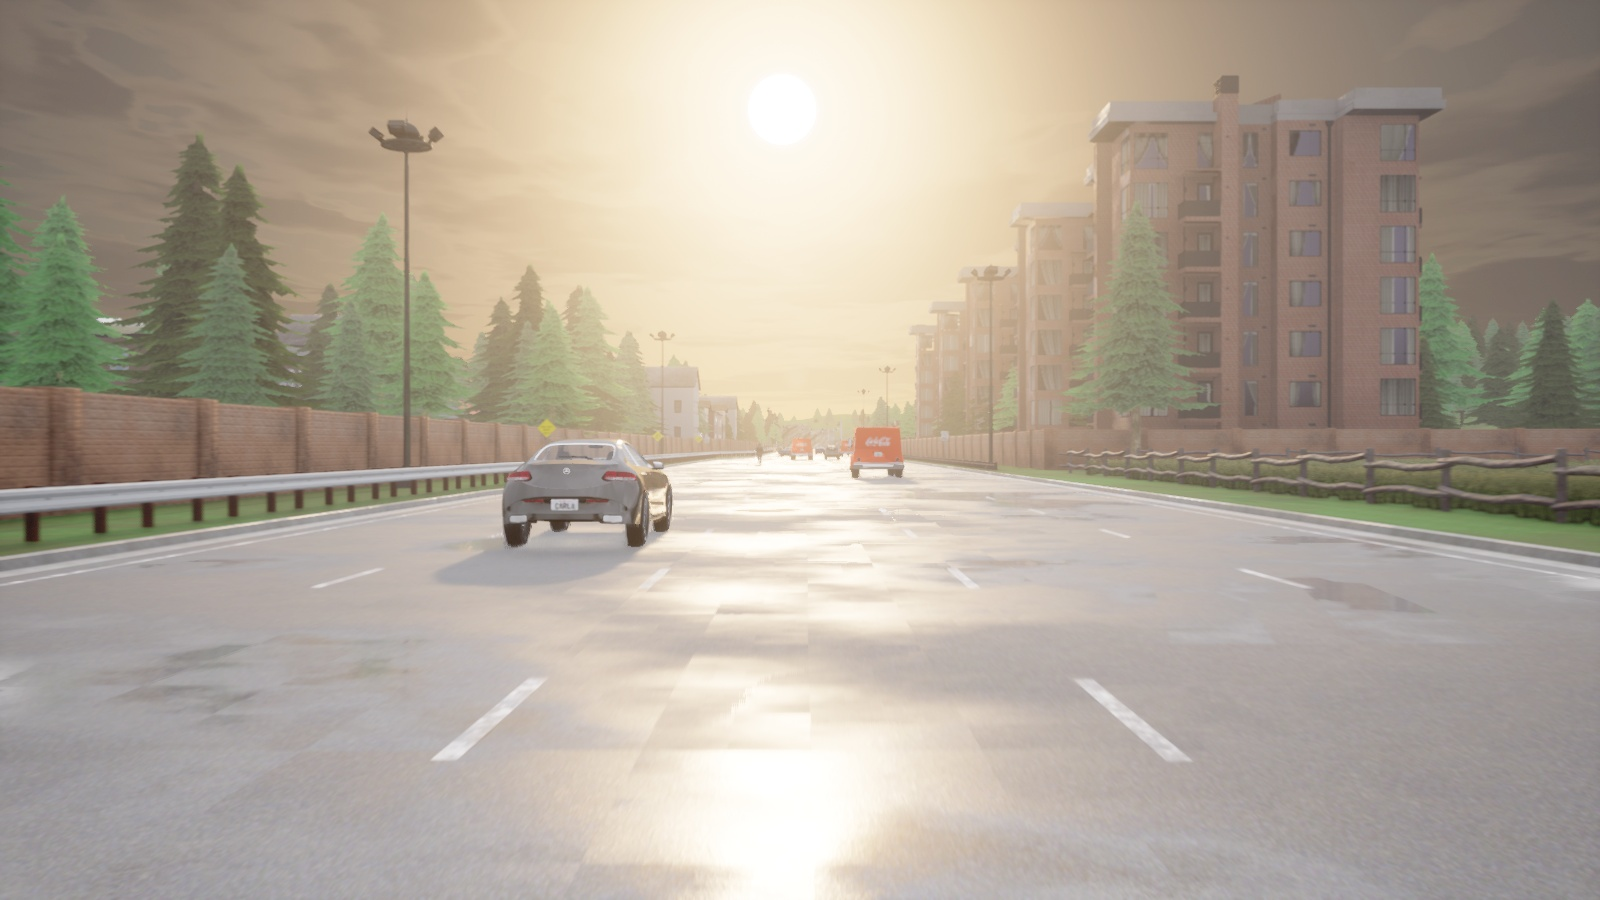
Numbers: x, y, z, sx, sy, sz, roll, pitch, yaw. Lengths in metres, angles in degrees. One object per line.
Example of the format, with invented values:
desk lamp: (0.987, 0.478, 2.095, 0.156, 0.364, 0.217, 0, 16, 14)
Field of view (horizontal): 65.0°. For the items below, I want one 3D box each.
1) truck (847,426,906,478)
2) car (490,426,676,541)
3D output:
truck: (3.721, 0.097, 62.073, 2.627, 2.467, 5.204, 0, 0, 0)
car: (-3.366, 0.468, 20.560, 2.152, 1.651, 5.027, 0, 0, 0)
